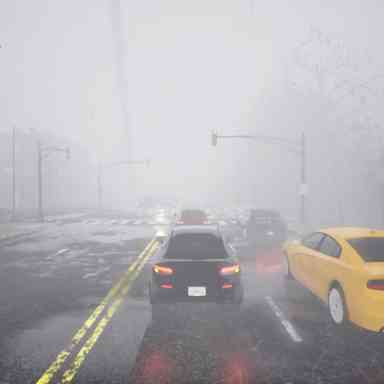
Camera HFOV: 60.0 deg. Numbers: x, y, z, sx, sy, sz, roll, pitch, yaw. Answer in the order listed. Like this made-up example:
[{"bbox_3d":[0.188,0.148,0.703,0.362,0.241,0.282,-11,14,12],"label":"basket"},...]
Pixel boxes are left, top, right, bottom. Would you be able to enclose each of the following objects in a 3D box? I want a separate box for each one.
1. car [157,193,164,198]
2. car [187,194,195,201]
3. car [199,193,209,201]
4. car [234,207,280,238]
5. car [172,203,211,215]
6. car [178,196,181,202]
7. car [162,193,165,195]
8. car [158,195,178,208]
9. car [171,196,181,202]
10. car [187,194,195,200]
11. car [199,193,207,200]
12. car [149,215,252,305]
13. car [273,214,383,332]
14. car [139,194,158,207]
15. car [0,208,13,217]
[{"bbox_3d":[-6.757,1.459,60.216,1.882,1.535,5.008,0,0,0],"label":"car"},{"bbox_3d":[-0.248,1.560,79.423,1.895,1.301,4.718,0,0,0],"label":"car"},{"bbox_3d":[3.003,1.504,78.987,2.033,1.411,5.357,0,0,0],"label":"car"},{"bbox_3d":[3.301,1.501,16.434,1.837,1.490,4.892,0,0,0],"label":"car"},{"bbox_3d":[0.013,1.522,17.038,1.812,1.442,4.674,0,0,-2],"label":"car"},{"bbox_3d":[-3.511,1.507,60.334,1.812,1.442,4.674,0,0,0],"label":"car"},{"bbox_3d":[-6.721,1.202,71.246,2.150,2.045,5.566,0,0,0],"label":"car"},{"bbox_3d":[-3.490,1.512,49.170,1.812,1.442,4.674,0,0,0],"label":"car"},{"bbox_3d":[-3.476,1.571,73.055,1.895,1.301,4.718,0,0,0],"label":"car"},{"bbox_3d":[-0.278,1.277,89.395,1.882,1.535,5.008,0,0,0],"label":"car"},{"bbox_3d":[2.972,1.154,89.375,2.097,1.767,4.553,0,0,0],"label":"car"},{"bbox_3d":[0.076,1.524,7.958,1.812,1.442,4.674,0,0,0],"label":"car"},{"bbox_3d":[3.330,1.476,6.977,1.882,1.535,5.008,0,0,0],"label":"car"},{"bbox_3d":[-6.742,1.464,49.836,1.882,1.535,5.008,0,0,0],"label":"car"},{"bbox_3d":[-19.788,1.763,31.200,5.357,1.411,2.033,-1,1,0],"label":"car"}]
